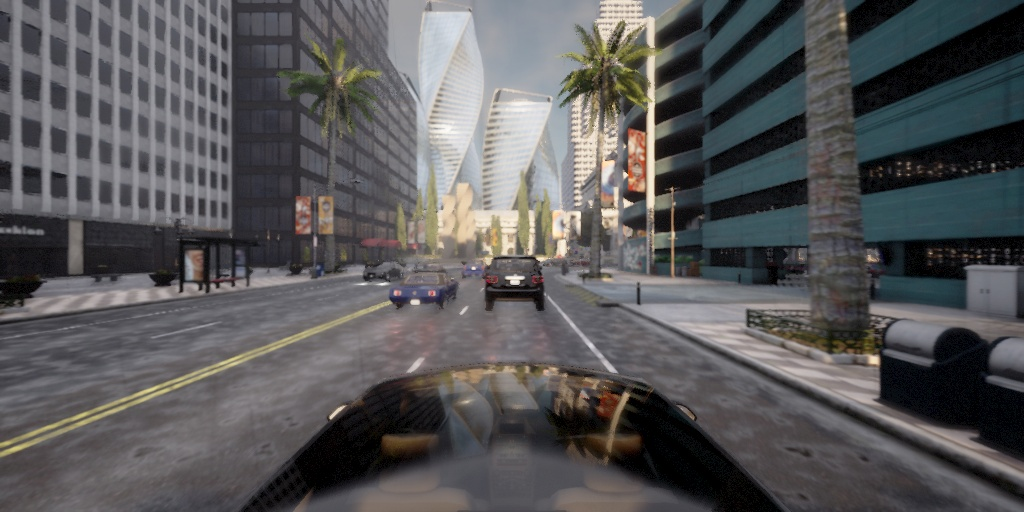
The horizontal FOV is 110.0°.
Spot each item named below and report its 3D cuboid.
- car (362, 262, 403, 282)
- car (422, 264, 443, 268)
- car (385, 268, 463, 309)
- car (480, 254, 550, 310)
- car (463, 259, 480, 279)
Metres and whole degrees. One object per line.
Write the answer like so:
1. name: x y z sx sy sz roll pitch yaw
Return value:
1. car: -10.370 1.227 29.117 1.837 1.490 4.892 0 0 3
2. car: -6.930 1.322 30.229 1.895 1.301 4.718 0 0 2
3. car: -3.406 1.338 14.839 1.895 1.301 4.718 0 0 0
4. car: 0.100 0.959 14.704 2.150 2.045 5.566 0 0 0
5. car: -3.104 1.071 32.501 2.097 1.767 4.553 0 0 4
